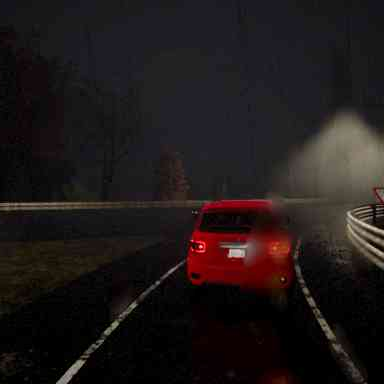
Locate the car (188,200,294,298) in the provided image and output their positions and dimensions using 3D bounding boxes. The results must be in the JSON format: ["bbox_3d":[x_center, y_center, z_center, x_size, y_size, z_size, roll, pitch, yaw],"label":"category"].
[{"bbox_3d":[1.391,1.223,8.805,2.150,2.045,5.566,0,0,12],"label":"car"}]

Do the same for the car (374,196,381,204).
[{"bbox_3d":[36.670,1.478,64.607,1.882,1.535,5.008,0,0,35],"label":"car"}]

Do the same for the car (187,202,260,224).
[{"bbox_3d":[2.496,1.547,25.474,5.357,1.411,2.033,0,0,-29],"label":"car"}]
